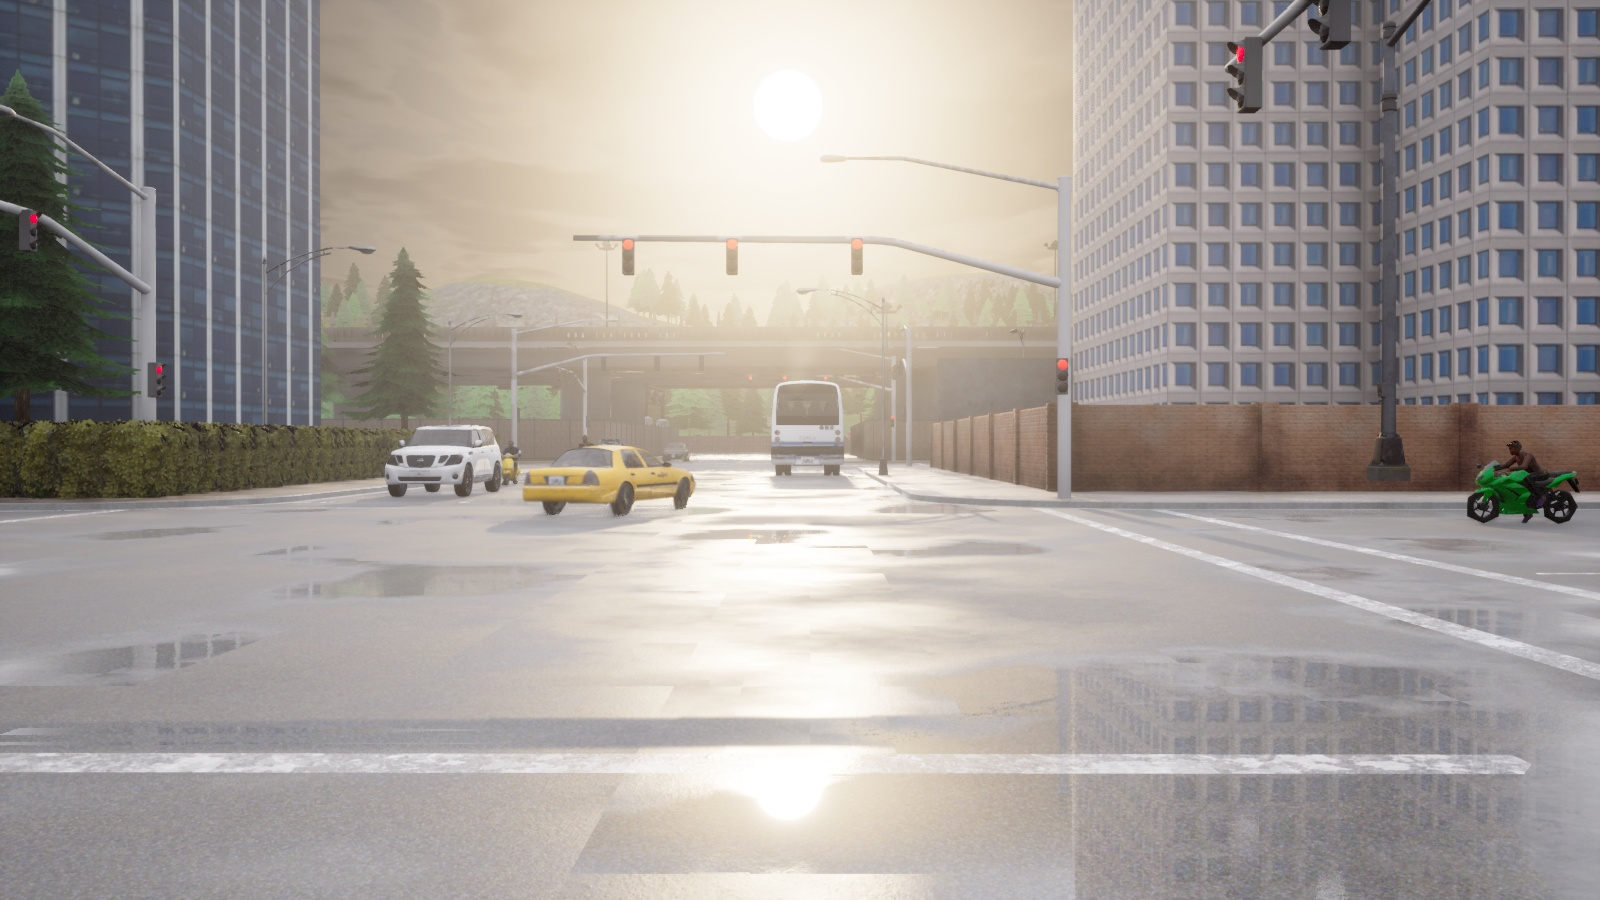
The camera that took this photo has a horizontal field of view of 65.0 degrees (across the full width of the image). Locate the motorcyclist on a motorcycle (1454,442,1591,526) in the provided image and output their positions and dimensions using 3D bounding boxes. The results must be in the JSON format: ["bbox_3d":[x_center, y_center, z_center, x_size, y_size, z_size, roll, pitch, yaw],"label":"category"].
[{"bbox_3d":[13.195,0.610,22.974,2.044,1.523,0.797,0,0,1],"label":"motorcyclist on a motorcycle"}]

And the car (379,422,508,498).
[{"bbox_3d":[-10.274,0.250,36.693,2.150,2.045,5.566,0,0,0],"label":"car"}]

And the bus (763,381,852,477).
[{"bbox_3d":[0.368,-0.972,60.677,3.944,4.253,10.273,0,0,0],"label":"bus"}]

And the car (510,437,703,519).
[{"bbox_3d":[-3.974,0.530,26.916,1.801,1.575,5.366,0,0,19],"label":"car"}]

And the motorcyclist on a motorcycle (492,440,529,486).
[{"bbox_3d":[-10.227,0.441,44.414,0.866,1.590,1.817,0,0,0],"label":"motorcyclist on a motorcycle"}]
